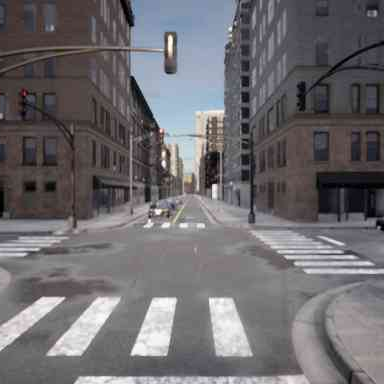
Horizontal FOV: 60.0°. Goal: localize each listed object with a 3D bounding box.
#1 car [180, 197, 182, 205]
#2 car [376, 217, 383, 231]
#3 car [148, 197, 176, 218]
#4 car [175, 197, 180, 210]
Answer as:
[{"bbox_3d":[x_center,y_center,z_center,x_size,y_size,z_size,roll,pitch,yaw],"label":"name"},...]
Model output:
[{"bbox_3d":[-2.743,1.589,61.393,1.812,1.442,4.674,0,0,1],"label":"car"},{"bbox_3d":[12.378,1.567,18.118,4.313,1.339,1.947,0,0,0],"label":"car"},{"bbox_3d":[-2.837,1.506,30.244,2.128,1.511,4.902,0,0,0],"label":"car"},{"bbox_3d":[-2.823,1.628,41.726,1.895,1.301,4.718,0,0,0],"label":"car"}]
